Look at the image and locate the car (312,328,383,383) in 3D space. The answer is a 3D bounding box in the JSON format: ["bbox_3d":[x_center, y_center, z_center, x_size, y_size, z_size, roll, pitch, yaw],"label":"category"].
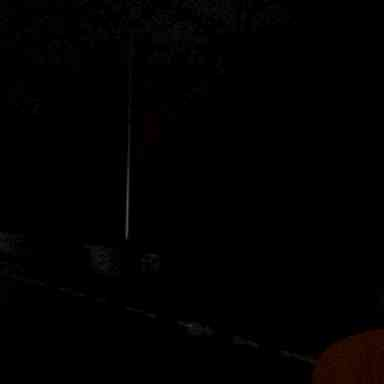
[{"bbox_3d":[3.121,1.475,1.460,5.008,1.535,1.882,0,0,35],"label":"car"}]
